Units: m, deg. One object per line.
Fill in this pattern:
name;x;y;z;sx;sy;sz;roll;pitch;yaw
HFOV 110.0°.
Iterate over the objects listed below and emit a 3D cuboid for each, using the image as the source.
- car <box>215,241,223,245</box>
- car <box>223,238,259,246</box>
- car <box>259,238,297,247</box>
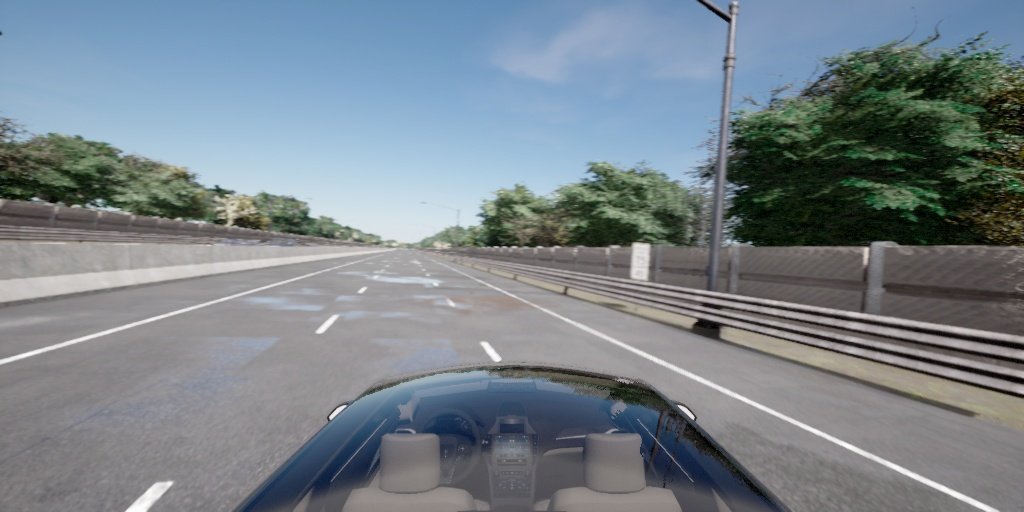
car;-35.225;-1.453;45.006;2.128;1.511;4.902;4;0;-16
car;-30.485;-1.095;41.240;2.128;1.511;4.902;4;0;-16
car;-27.103;-1.102;42.186;2.150;2.045;5.566;4;0;-16
